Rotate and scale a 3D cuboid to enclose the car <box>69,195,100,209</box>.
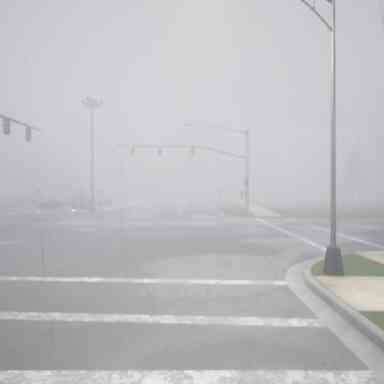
[{"bbox_3d":[-14.474,1.526,44.912,2.033,1.411,5.357,0,0,1],"label":"car"}]

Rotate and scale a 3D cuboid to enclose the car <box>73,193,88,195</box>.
[{"bbox_3d":[-17.878,1.196,52.617,2.150,2.045,5.566,0,0,1],"label":"car"}]

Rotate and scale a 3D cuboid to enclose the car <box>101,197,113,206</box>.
[{"bbox_3d":[-14.341,1.499,54.502,1.812,1.442,4.674,0,0,1],"label":"car"}]

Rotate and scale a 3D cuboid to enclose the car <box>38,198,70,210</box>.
[{"bbox_3d":[-18.013,1.580,42.977,1.895,1.301,4.718,0,0,1],"label":"car"}]
